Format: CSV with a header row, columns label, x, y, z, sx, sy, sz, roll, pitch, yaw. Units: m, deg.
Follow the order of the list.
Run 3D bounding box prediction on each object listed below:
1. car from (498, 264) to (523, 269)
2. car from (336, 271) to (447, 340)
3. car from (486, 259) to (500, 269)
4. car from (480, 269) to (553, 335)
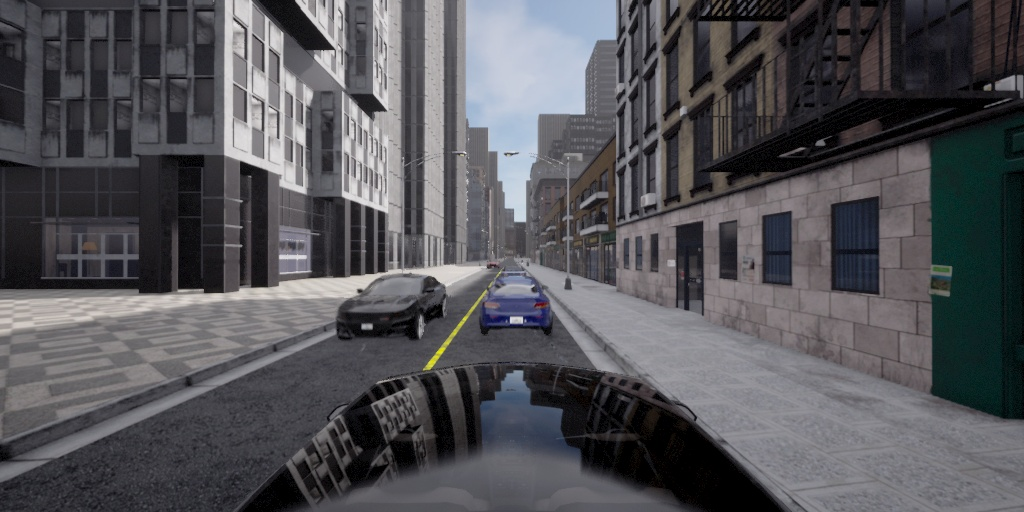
label,x,y,z,sx,sy,sz,roll,pitch,yaw
car,0.102,1.397,28.187,1.895,1.301,4.718,0,0,-1
car,-3.101,1.238,10.175,1.882,1.535,5.008,0,0,0
car,-3.004,1.216,58.679,2.097,1.767,4.553,0,0,0
car,0.099,1.287,10.448,1.812,1.442,4.674,0,0,0
